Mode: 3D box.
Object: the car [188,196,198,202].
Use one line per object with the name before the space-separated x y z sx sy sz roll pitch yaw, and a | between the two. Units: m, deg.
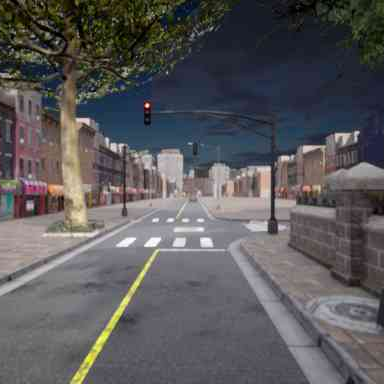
car | 0.233 1.552 73.794 2.128 1.511 4.902 0 0 0
